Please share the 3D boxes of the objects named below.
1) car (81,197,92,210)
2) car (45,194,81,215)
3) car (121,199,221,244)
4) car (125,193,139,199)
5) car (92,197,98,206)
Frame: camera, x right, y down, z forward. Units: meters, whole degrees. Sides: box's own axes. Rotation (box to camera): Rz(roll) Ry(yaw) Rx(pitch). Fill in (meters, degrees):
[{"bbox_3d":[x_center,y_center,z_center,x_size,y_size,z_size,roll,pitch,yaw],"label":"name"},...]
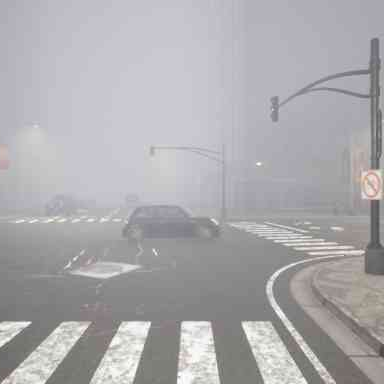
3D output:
[{"bbox_3d":[-14.922,1.590,44.026,1.994,1.385,4.181,0,0,-10],"label":"car"},{"bbox_3d":[-13.313,1.239,34.167,2.150,2.045,5.566,0,0,-10],"label":"car"},{"bbox_3d":[-0.969,1.354,15.594,4.553,1.767,2.097,0,0,-9],"label":"car"},{"bbox_3d":[-9.938,1.260,55.174,2.150,2.045,5.566,0,0,-9],"label":"car"},{"bbox_3d":[-16.529,1.515,54.059,1.882,1.535,5.008,0,0,-9],"label":"car"}]
